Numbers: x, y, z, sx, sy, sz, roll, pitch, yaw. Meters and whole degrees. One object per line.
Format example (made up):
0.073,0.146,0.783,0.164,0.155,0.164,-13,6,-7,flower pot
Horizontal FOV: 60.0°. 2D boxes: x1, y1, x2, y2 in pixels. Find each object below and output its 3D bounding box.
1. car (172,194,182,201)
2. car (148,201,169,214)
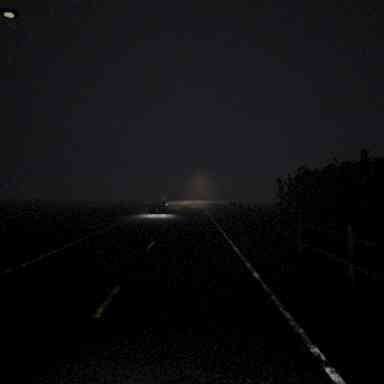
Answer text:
-3.490,1.349,76.810,1.837,1.490,4.892,0,0,0,car
-3.588,1.641,36.140,1.994,1.385,4.181,0,0,0,car
